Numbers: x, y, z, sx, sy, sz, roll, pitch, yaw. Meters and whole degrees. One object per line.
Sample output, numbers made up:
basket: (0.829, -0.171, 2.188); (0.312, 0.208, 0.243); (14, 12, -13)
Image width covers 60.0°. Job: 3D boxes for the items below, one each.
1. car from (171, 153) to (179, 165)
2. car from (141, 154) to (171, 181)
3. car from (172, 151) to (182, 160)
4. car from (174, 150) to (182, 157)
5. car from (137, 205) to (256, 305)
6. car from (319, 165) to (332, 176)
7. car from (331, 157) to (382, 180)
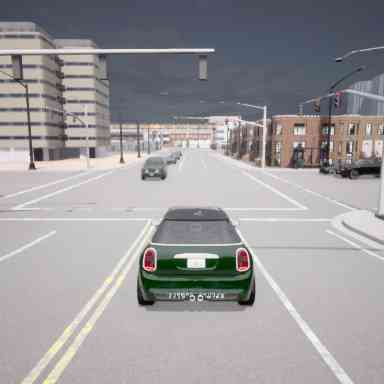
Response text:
car: (-3.530, -5.042, 52.788); (1.994, 1.385, 4.181); (0, 8, 0)
car: (-3.563, -2.308, 32.199); (2.150, 2.045, 5.566); (0, 9, 0)
car: (-3.421, -7.466, 68.507); (2.128, 1.511, 4.902); (0, 8, 0)
car: (-3.407, -9.328, 80.829); (1.882, 1.535, 5.008); (0, 9, 0)
car: (0.084, 1.072, 7.698); (2.097, 1.767, 4.553); (0, 4, 0)
car: (15.978, -2.506, 35.817); (4.181, 1.385, 1.994); (0, 9, 0)
car: (17.061, -2.326, 32.296); (5.566, 2.045, 2.150); (0, 9, 1)
